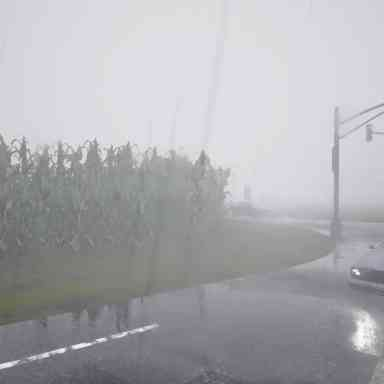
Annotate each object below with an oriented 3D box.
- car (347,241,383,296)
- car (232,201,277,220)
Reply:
[{"bbox_3d":[5.752,1.549,8.024,5.357,1.411,2.033,0,0,-42],"label":"car"},{"bbox_3d":[5.098,1.485,27.864,1.812,1.442,4.674,1,0,-27],"label":"car"}]
